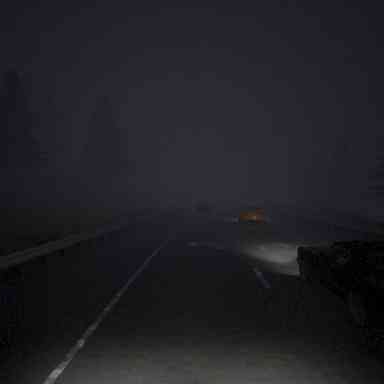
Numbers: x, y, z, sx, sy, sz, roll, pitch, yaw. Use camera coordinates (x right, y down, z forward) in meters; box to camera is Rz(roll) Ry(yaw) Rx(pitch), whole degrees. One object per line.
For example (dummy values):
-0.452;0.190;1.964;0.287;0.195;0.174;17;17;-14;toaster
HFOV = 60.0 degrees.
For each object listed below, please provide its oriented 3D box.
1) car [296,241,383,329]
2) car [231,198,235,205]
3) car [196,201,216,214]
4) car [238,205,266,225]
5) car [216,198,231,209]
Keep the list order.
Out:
3.728;1.682;7.015;1.895;1.301;4.718;0;-1;1;car
8.264;2.015;73.886;2.097;1.767;4.553;0;-1;12;car
1.614;1.945;42.838;1.882;1.535;5.008;0;-1;7;car
4.835;1.779;27.172;1.882;1.535;5.008;0;-1;5;car
5.337;2.001;59.221;2.097;1.767;4.553;0;-1;11;car
